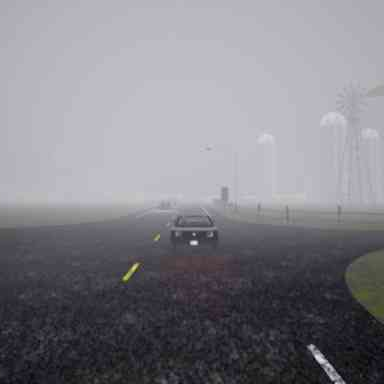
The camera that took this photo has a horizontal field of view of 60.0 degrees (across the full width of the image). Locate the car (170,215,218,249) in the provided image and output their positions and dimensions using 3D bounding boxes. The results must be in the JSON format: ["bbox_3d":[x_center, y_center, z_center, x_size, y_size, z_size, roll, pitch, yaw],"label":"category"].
[{"bbox_3d":[0.092,1.670,14.956,1.895,1.301,4.718,0,0,0],"label":"car"}]

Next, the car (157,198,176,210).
[{"bbox_3d":[-3.579,1.785,45.518,1.994,1.385,4.181,0,0,0],"label":"car"}]

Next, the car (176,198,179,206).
[{"bbox_3d":[-3.511,1.876,62.998,2.033,1.411,5.357,0,0,1],"label":"car"}]
